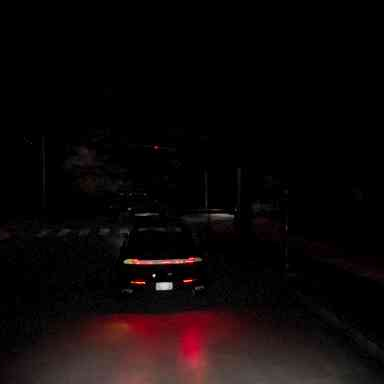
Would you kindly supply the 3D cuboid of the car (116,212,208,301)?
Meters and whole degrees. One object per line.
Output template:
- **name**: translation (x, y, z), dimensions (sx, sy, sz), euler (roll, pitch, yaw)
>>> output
- **car**: translation (-0.841, 1.492, 8.424), dimensions (2.128, 1.511, 4.902), euler (0, 0, -8)

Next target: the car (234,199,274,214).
- **car**: translation (6.255, 1.371, 30.802), dimensions (4.674, 1.442, 1.812), euler (0, 0, -12)

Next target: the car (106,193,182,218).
- **car**: translation (-3.577, 1.118, 24.818), dimensions (5.566, 2.045, 2.150), euler (-1, 2, -12)

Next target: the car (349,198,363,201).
- **car**: translation (15.282, 1.350, 32.807), dimensions (4.892, 1.490, 1.837), euler (0, 0, -12)
